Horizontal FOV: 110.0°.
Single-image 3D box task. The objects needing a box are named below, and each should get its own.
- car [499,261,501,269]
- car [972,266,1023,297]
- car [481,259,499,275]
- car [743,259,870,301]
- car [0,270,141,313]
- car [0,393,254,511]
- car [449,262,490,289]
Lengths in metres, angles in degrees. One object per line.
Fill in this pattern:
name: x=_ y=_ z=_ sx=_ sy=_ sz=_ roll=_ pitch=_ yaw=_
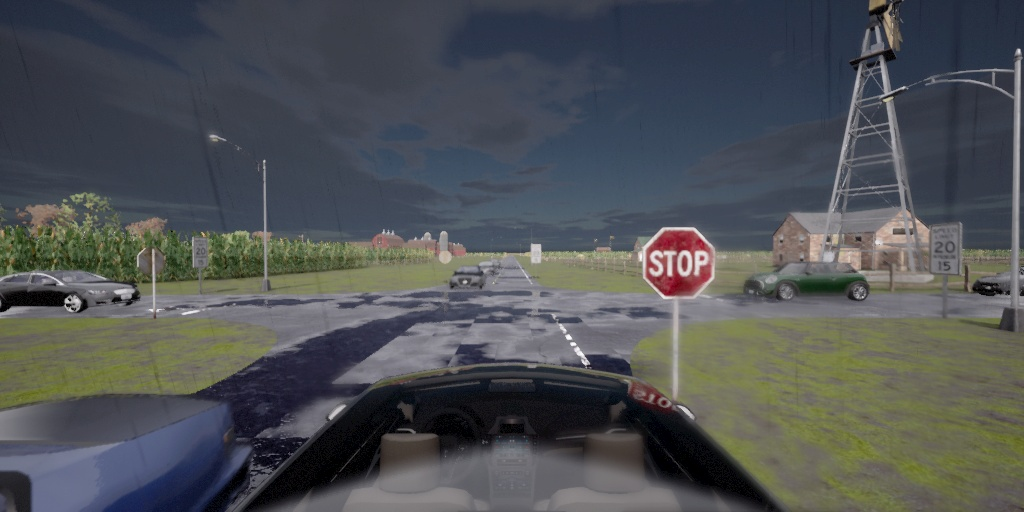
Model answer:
car: x=-2.674 y=1.182 z=53.756 sx=2.128 sy=1.511 sz=4.902 roll=0 pitch=0 yaw=0
car: x=23.604 y=1.141 z=15.852 sx=4.892 sy=1.490 sz=1.837 roll=-1 pitch=1 yaw=2
car: x=-2.696 y=1.257 z=37.961 sx=1.812 sy=1.442 sz=4.674 roll=0 pitch=0 yaw=0
car: x=13.085 y=1.026 z=16.179 sx=4.553 sy=1.767 sz=2.097 roll=0 pitch=1 yaw=2
car: x=-17.256 y=1.312 z=13.779 sx=4.902 sy=1.511 sz=2.128 roll=0 pitch=1 yaw=0
car: x=-2.752 y=1.298 z=0.132 sx=2.033 sy=1.411 sz=5.357 roll=0 pitch=0 yaw=0
car: x=-2.720 y=1.306 z=22.704 sx=1.994 sy=1.385 sz=4.181 roll=0 pitch=0 yaw=0
